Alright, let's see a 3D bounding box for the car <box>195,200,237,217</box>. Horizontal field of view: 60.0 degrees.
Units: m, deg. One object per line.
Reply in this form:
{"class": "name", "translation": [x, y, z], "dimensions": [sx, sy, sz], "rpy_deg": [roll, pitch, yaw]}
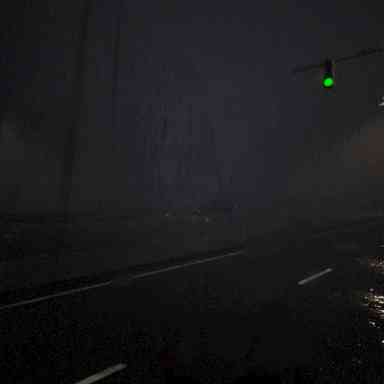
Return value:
{"class": "car", "translation": [2.357, 1.517, 32.027], "dimensions": [1.837, 1.490, 4.892], "rpy_deg": [0, 0, 45]}

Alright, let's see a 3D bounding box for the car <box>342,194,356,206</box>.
{"class": "car", "translation": [24.740, 1.338, 54.180], "dimensions": [5.566, 2.045, 2.150], "rpy_deg": [0, 0, -45]}

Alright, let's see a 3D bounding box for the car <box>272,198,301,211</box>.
{"class": "car", "translation": [11.873, 1.537, 41.579], "dimensions": [4.674, 1.442, 1.812], "rpy_deg": [0, 0, -44]}

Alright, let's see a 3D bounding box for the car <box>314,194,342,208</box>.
{"class": "car", "translation": [20.017, 1.362, 49.525], "dimensions": [4.553, 1.767, 2.097], "rpy_deg": [0, 0, -45]}
